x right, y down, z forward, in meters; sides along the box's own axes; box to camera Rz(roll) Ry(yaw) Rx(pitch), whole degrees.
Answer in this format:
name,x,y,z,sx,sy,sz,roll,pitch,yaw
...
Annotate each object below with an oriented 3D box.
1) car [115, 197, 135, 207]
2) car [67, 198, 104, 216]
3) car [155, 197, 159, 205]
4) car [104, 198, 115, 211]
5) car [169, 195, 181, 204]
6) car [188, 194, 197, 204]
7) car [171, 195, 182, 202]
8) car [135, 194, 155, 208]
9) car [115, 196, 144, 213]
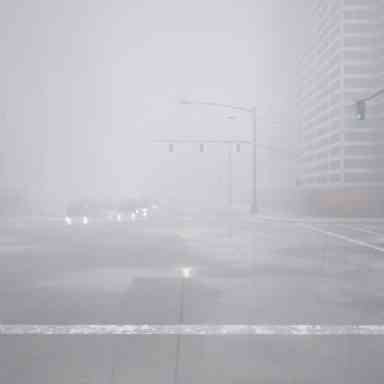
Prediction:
name,x,y,z,sx,sy,sz,roll,pitch,yaw
car,-10.520,1.547,52.521,2.033,1.411,5.357,0,0,0
car,-10.590,1.352,32.752,2.097,1.767,4.553,0,0,1
car,-6.995,1.601,58.542,1.895,1.301,4.718,0,0,0
car,-10.537,1.478,41.884,1.882,1.535,5.008,0,0,0
car,-3.407,1.491,64.127,2.128,1.511,4.902,0,0,0
car,0.093,1.547,64.122,2.033,1.411,5.357,0,0,0
car,-3.392,1.354,74.412,2.128,1.511,4.902,0,0,0
car,-7.027,1.491,48.218,2.128,1.511,4.902,0,0,0
car,-7.045,1.505,37.868,1.837,1.490,4.892,0,0,0
